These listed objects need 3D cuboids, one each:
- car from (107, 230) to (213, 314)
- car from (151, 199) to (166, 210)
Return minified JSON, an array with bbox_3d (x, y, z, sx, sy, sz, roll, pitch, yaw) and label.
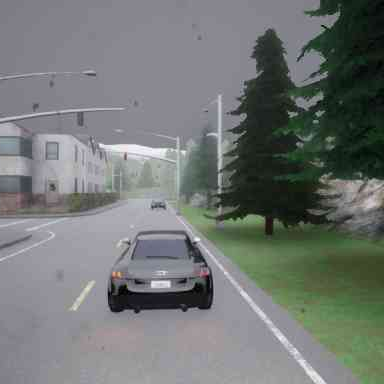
[{"bbox_3d":[-0.697,1.564,7.750,1.994,1.385,4.181,0,0,-5],"label":"car"},{"bbox_3d":[-4.449,1.601,43.916,1.895,1.301,4.718,0,0,-6],"label":"car"}]
